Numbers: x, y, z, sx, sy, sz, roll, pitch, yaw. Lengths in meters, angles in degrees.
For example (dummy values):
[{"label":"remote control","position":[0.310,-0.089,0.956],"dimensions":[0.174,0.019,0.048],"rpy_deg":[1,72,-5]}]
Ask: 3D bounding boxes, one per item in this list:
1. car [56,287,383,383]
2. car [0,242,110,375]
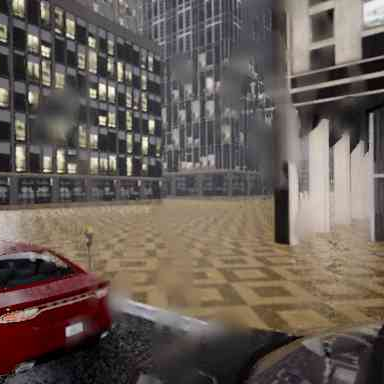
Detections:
[{"label":"car","position":[1.411,1.524,1.884],"dimensions":[4.403,1.369,2.008],"rpy_deg":[1,0,36]},{"label":"car","position":[-3.188,1.464,5.247],"dimensions":[4.507,1.381,1.887],"rpy_deg":[1,0,36]}]
